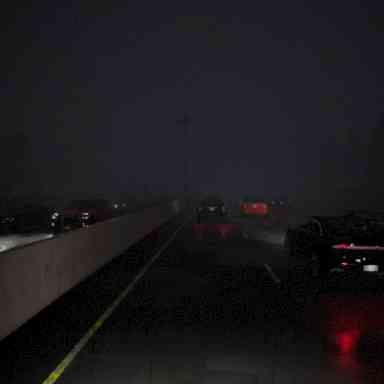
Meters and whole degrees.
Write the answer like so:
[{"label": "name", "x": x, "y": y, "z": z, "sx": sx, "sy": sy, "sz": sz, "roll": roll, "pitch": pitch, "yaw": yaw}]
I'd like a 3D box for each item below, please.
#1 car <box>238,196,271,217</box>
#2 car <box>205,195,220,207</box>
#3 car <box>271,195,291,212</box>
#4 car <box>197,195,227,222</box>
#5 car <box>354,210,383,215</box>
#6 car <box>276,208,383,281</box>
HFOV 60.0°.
[{"label": "car", "x": 5.268, "y": 1.171, "z": 29.205, "sx": 2.097, "sy": 1.767, "sz": 4.553, "roll": 0, "pitch": 0, "yaw": 4}, {"label": "car", "x": 2.733, "y": 1.204, "z": 44.837, "sx": 1.837, "sy": 1.490, "sz": 4.892, "roll": 0, "pitch": 0, "yaw": 4}, {"label": "car", "x": 9.179, "y": 1.143, "z": 35.709, "sx": 2.097, "sy": 1.767, "sz": 4.553, "roll": 0, "pitch": 0, "yaw": 4}, {"label": "car", "x": 1.485, "y": 1.186, "z": 24.682, "sx": 2.097, "sy": 1.767, "sz": 4.553, "roll": 0, "pitch": 0, "yaw": 3}, {"label": "car", "x": 7.946, "y": 1.522, "z": 15.989, "sx": 1.895, "sy": 1.301, "sz": 4.718, "roll": 0, "pitch": 0, "yaw": 4}, {"label": "car", "x": 4.075, "y": 1.440, "z": 9.722, "sx": 2.128, "sy": 1.511, "sz": 4.902, "roll": 0, "pitch": 0, "yaw": 3}]
